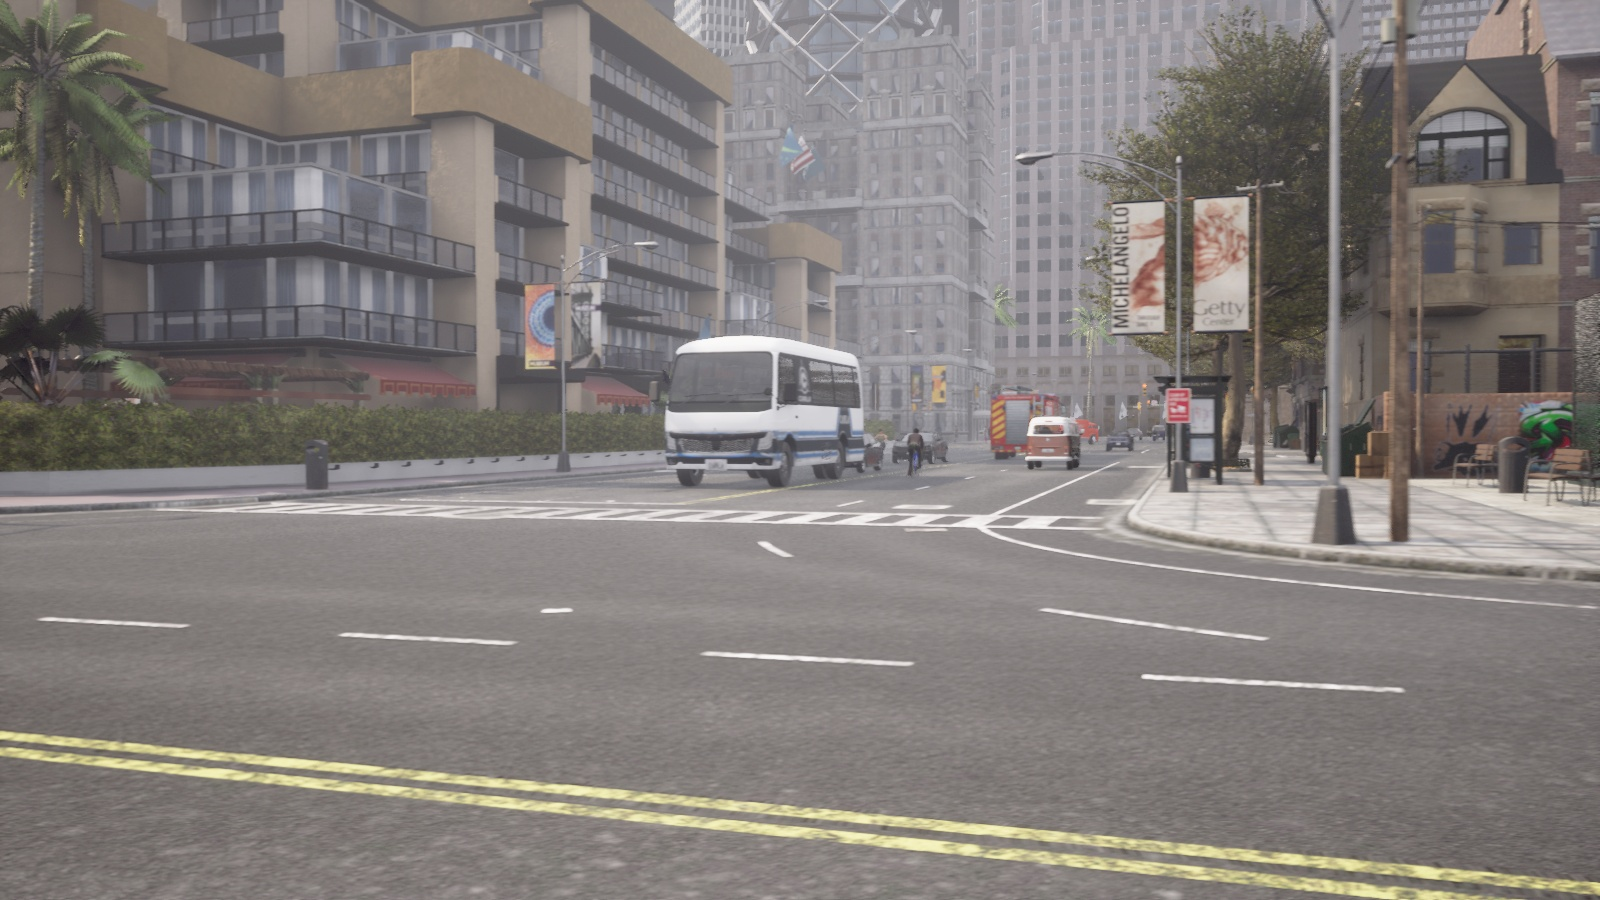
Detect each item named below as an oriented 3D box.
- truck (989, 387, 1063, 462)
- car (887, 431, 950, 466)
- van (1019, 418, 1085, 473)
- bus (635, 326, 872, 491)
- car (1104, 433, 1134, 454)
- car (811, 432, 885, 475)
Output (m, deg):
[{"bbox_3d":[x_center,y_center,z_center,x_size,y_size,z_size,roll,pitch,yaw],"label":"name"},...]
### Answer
[{"bbox_3d":[12.383,-1.380,68.221,2.891,3.827,8.468,1,1,18],"label":"truck"},{"bbox_3d":[5.563,-0.107,58.388,1.882,1.535,5.008,1,1,18],"label":"car"},{"bbox_3d":[9.984,-0.204,49.582,2.069,2.038,4.480,1,1,18],"label":"van"},{"bbox_3d":[-1.000,-1.158,37.871,3.944,4.253,10.273,1,1,17],"label":"bus"},{"bbox_3d":[22.499,-0.487,88.457,1.816,1.474,4.193,1,1,18],"label":"car"},{"bbox_3d":[1.833,0.102,46.691,1.845,1.501,3.633,1,1,18],"label":"car"}]
